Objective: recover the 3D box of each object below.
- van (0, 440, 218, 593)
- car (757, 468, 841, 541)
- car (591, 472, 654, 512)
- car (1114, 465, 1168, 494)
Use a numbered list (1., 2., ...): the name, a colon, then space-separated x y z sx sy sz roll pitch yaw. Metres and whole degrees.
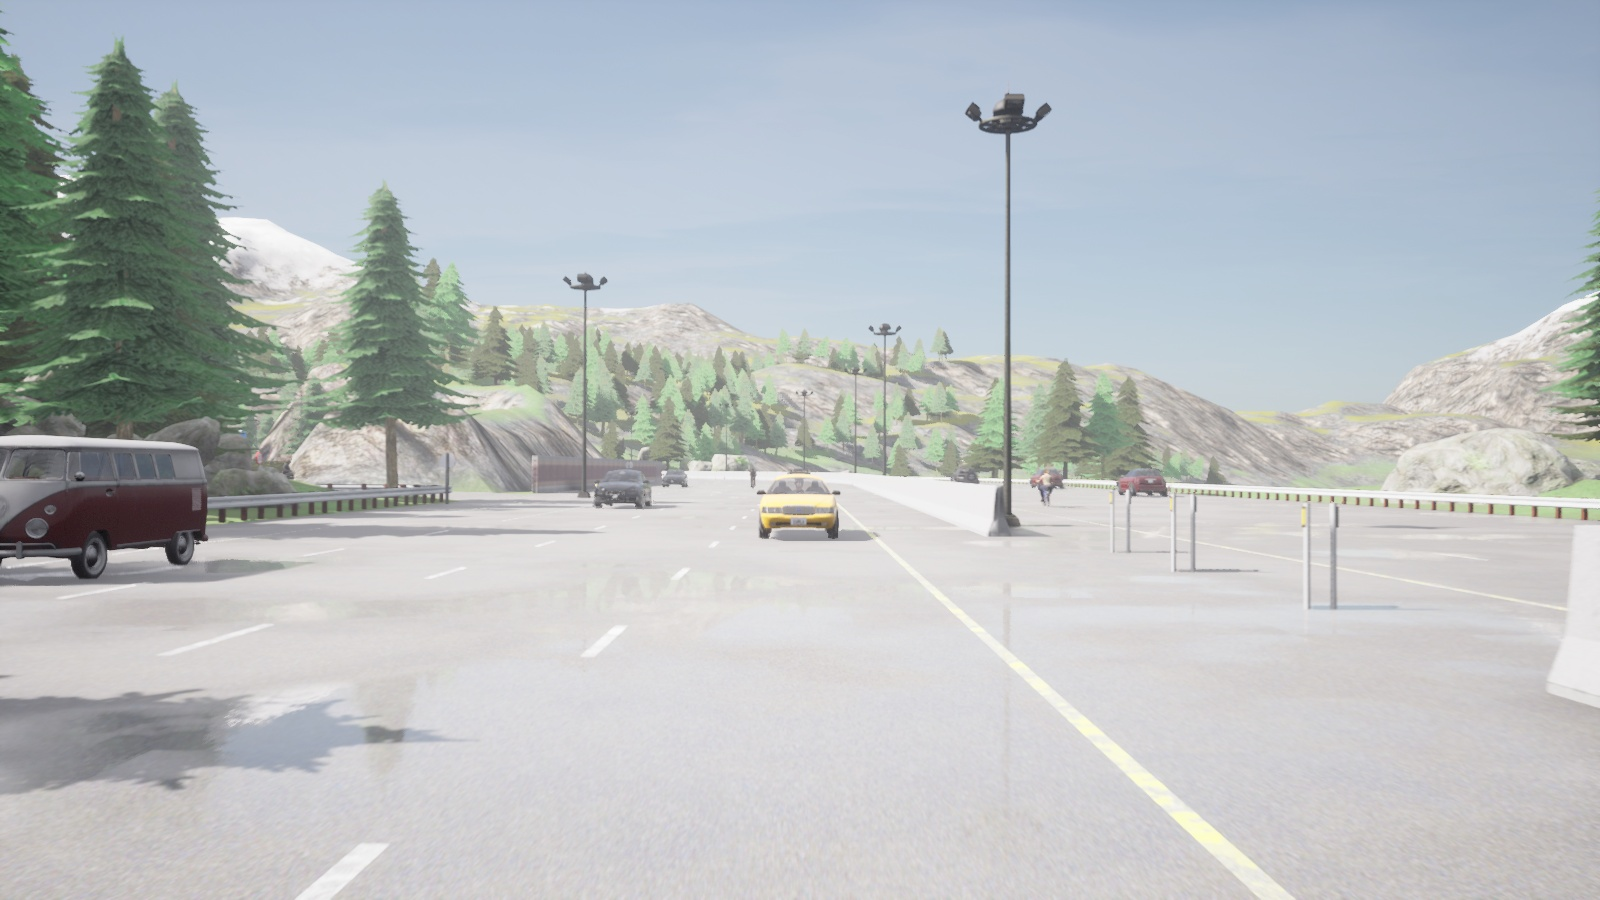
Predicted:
1. van: -10.514 0.897 18.565 1.775 1.987 4.442 0 -1 0
2. car: -0.023 1.215 29.682 1.801 1.575 5.366 0 -1 0
3. car: -7.041 1.628 50.162 1.837 1.490 4.892 0 -1 0
4. car: 20.933 1.792 77.232 2.097 1.767 4.553 0 -1 0
